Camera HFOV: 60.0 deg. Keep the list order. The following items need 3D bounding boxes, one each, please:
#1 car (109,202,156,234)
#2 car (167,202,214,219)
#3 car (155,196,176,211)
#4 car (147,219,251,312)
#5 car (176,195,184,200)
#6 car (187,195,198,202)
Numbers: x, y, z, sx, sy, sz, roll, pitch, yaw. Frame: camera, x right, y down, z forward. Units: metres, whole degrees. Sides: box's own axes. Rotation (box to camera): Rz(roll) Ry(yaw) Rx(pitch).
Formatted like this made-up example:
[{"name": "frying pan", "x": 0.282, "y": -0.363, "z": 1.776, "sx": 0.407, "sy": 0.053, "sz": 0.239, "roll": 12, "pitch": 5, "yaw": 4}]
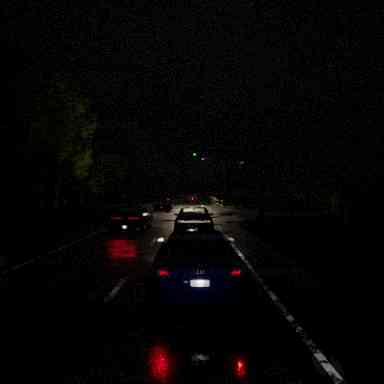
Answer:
[{"name": "car", "x": -3.411, "y": 1.509, "z": 19.196, "sx": 1.837, "sy": 1.490, "sz": 4.892, "roll": 0, "pitch": 0, "yaw": 0}, {"name": "car", "x": 0.093, "y": 1.496, "z": 16.853, "sx": 2.128, "sy": 1.511, "sz": 4.902, "roll": 0, "pitch": 0, "yaw": 0}, {"name": "car", "x": -3.427, "y": 1.499, "z": 40.076, "sx": 2.128, "sy": 1.511, "sz": 4.902, "roll": 0, "pitch": 0, "yaw": 0}, {"name": "car", "x": 0.102, "y": 1.566, "z": 7.825, "sx": 1.994, "sy": 1.385, "sz": 4.181, "roll": 0, "pitch": 0, "yaw": -1}, {"name": "car", "x": -3.563, "y": 1.523, "z": 89.722, "sx": 2.128, "sy": 1.511, "sz": 4.902, "roll": 0, "pitch": 0, "yaw": 0}, {"name": "car", "x": 0.062, "y": 1.354, "z": 66.852, "sx": 2.097, "sy": 1.767, "sz": 4.553, "roll": 0, "pitch": 0, "yaw": 0}]
